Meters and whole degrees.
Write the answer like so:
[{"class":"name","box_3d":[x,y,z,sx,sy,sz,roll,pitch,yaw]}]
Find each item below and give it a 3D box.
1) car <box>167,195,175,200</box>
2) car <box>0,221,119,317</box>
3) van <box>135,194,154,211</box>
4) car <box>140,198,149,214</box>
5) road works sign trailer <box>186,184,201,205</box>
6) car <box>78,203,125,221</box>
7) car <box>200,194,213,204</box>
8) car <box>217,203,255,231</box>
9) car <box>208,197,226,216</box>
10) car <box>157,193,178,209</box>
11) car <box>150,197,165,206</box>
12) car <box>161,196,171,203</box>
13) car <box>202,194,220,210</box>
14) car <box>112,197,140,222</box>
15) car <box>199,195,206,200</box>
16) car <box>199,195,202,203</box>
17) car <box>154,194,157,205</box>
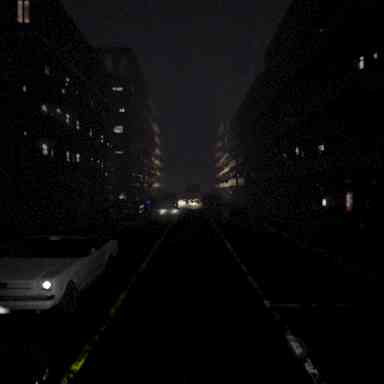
[{"class":"car","box_3d":[-5.509,1.476,87.512,2.008,1.369,4.403,-1,0,0]},{"class":"car","box_3d":[-3.074,1.594,7.559,1.895,1.301,4.718,0,0,0]},{"class":"van","box_3d":[-5.588,1.308,37.093,1.690,1.788,3.998,-1,0,0]},{"class":"car","box_3d":[-5.598,1.523,31.491,2.008,1.369,4.403,-1,0,0]},{"class":"road works sign trailer","box_3d":[0.134,0.411,59.706,2.380,3.560,2.880,0,0,1]},{"class":"car","box_3d":[-5.621,1.564,20.287,1.802,1.307,4.206,-1,0,0]},{"class":"car","box_3d":[2.819,1.257,65.056,2.192,1.841,5.009,-1,0,0]},{"class":"car","box_3d":[2.726,1.563,20.240,1.802,1.307,4.206,-1,0,0]},{"class":"car","box_3d":[2.750,1.496,31.614,1.752,1.417,4.829,-1,0,0]},{"class":"car","box_3d":[-2.992,1.180,44.605,2.150,2.045,5.566,0,0,0]},{"class":"car","box_3d":[-5.589,1.503,53.899,2.008,1.369,4.403,-1,0,0]},{"class":"car","box_3d":[-5.545,1.521,70.705,1.802,1.307,4.206,-1,0,0]},{"class":"car","box_3d":[2.770,1.276,42.648,2.192,1.841,5.009,-1,0,0]},{"class":"car","box_3d":[-5.611,1.417,25.889,1.967,1.590,4.097,-1,0,0]},{"class":"car","box_3d":[2.883,1.445,93.236,1.752,1.417,4.829,-1,0,0]},{"class":"car","box_3d":[2.795,1.266,53.852,2.192,1.841,5.009,-1,0,0]},{"class":"car","box_3d":[-5.587,1.272,48.297,2.192,1.841,5.009,-1,0,0]}]
